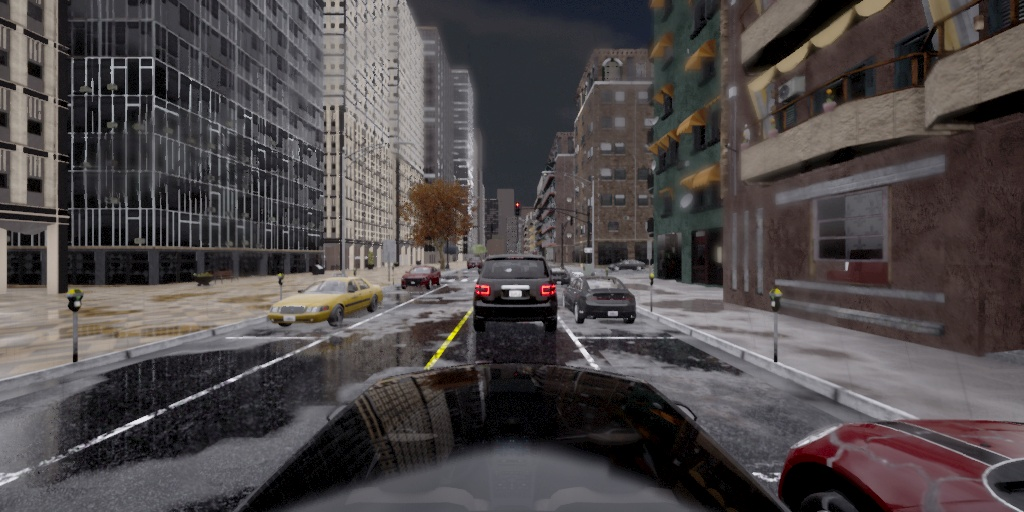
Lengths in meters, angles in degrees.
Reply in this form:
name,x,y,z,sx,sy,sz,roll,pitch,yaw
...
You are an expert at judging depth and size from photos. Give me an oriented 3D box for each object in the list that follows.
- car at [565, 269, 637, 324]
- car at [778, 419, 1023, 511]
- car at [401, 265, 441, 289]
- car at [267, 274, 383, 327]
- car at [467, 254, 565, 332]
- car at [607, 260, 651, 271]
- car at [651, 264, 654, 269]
name,x,y,z,sx,sy,sz,roll,pitch,yaw
car,2.693,1.300,11.740,2.007,1.370,4.403,0,0,0
car,2.687,1.190,0.675,1.967,1.591,4.097,0,0,0
car,-5.683,1.298,22.810,1.888,1.381,4.507,0,0,0
car,-5.687,1.275,11.574,1.751,1.417,4.829,0,0,0
car,0.094,0.971,11.017,2.150,2.045,5.566,0,0,0
car,13.452,1.105,42.217,4.403,1.370,2.007,0,0,-1
car,18.849,1.003,42.269,4.829,1.417,1.751,0,0,-1
